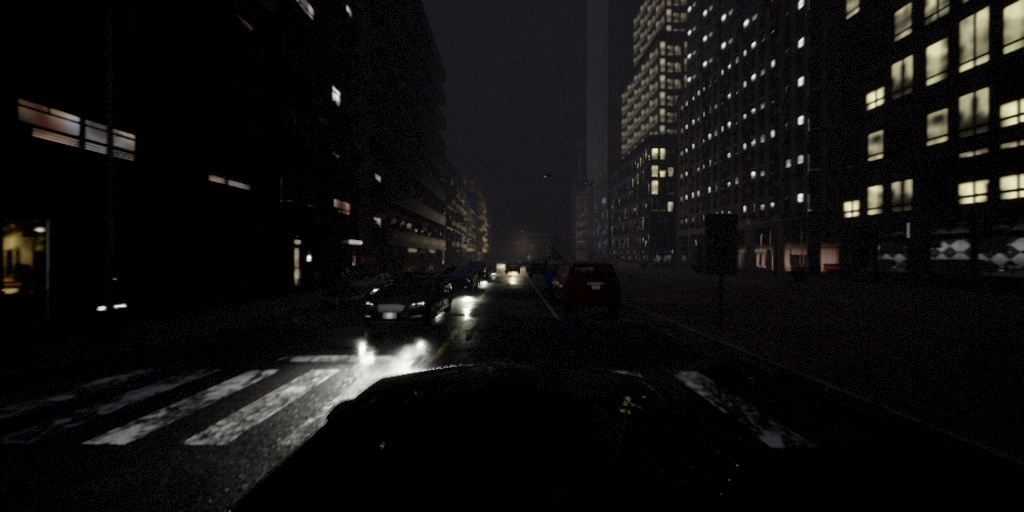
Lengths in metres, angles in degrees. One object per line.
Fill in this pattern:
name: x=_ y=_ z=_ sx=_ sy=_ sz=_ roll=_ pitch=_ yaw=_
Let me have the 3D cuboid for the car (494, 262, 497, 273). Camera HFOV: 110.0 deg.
car: x=-3.019 y=1.395 z=47.142 sx=1.882 sy=1.535 sz=5.008 roll=0 pitch=0 yaw=0

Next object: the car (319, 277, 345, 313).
car: x=-5.696 y=1.312 z=13.842 sx=2.007 sy=1.370 sz=4.403 roll=0 pitch=0 yaw=0

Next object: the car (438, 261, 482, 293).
car: x=-3.106 y=1.276 z=21.447 sx=1.882 sy=1.535 sz=5.008 roll=0 pitch=0 yaw=0

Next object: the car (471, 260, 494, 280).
car: x=-3.086 y=1.193 z=32.057 sx=2.097 sy=1.767 sz=4.553 roll=0 pitch=0 yaw=1

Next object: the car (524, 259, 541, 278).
car: x=2.674 y=1.190 z=35.951 sx=2.192 sy=1.841 sz=5.009 roll=0 pitch=0 yaw=0

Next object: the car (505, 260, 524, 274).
car: x=0.084 y=1.391 z=43.383 sx=2.128 sy=1.511 sz=4.902 roll=0 pitch=0 yaw=0

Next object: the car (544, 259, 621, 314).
car: x=2.684 y=1.103 z=13.846 sx=2.192 sy=1.841 sz=5.009 roll=0 pitch=0 yaw=0

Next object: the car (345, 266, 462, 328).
car: x=-3.100 y=1.254 z=11.537 sx=2.128 sy=1.511 sz=4.902 roll=0 pitch=0 yaw=0

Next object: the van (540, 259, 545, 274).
van: x=2.681 y=1.149 z=19.371 sx=1.690 sy=1.789 sz=3.998 roll=0 pitch=0 yaw=0
